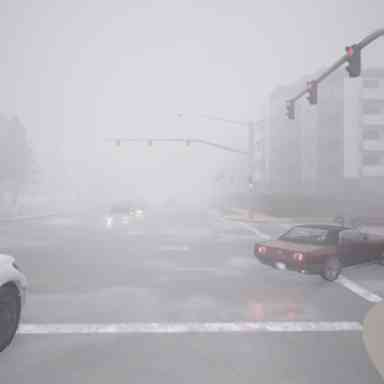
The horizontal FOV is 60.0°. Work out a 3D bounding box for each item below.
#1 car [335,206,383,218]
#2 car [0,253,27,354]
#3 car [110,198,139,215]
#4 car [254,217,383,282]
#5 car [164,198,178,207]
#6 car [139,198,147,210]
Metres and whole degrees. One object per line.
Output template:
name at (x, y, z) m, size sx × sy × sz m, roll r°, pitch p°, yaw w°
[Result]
car at (11.348, 1.596, 21.286) m, size 4.181 × 1.385 × 1.994 m, roll 0°, pitch 0°, yaw -2°
car at (-3.607, 1.226, 2.913) m, size 2.150 × 2.045 × 5.566 m, roll 0°, pitch 0°, yaw -2°
car at (-7.098, 1.530, 34.427) m, size 1.882 × 1.535 × 5.008 m, roll 0°, pitch 0°, yaw 0°
car at (4.147, 1.616, 9.842) m, size 4.718 × 1.301 × 1.895 m, roll 0°, pitch 0°, yaw -34°
car at (-3.432, 1.647, 54.674) m, size 1.994 × 1.385 × 4.181 m, roll 0°, pitch 0°, yaw 0°
car at (-7.102, 1.559, 44.332) m, size 2.128 × 1.511 × 4.902 m, roll 0°, pitch 0°, yaw 0°
